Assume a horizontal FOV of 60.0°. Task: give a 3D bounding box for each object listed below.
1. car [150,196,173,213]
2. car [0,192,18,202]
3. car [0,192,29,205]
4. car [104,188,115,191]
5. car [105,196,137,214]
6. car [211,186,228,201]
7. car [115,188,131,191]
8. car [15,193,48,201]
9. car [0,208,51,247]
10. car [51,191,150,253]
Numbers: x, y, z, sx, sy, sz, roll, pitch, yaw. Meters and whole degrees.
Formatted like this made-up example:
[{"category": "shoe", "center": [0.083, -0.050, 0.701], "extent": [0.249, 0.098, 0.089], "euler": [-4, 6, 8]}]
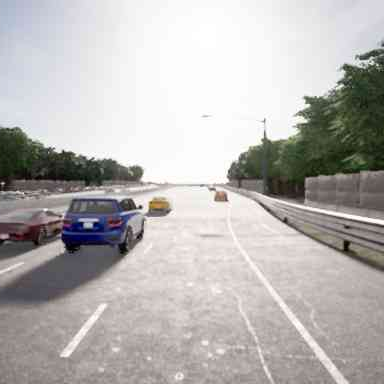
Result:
[{"category": "car", "center": [-2.912, 1.067, 31.424], "extent": [1.882, 1.535, 5.008], "euler": [0, 1, 2]}, {"category": "car", "center": [-20.461, 1.060, 36.610], "extent": [1.994, 1.385, 4.181], "euler": [0, 1, 2]}, {"category": "car", "center": [-23.709, 0.844, 43.775], "extent": [1.837, 1.490, 4.892], "euler": [0, 2, 2]}, {"category": "car", "center": [-19.028, -0.198, 77.290], "extent": [1.882, 1.535, 5.008], "euler": [0, 2, 2]}, {"category": "car", "center": [-6.436, 1.172, 30.560], "extent": [1.994, 1.385, 4.181], "euler": [0, 1, 2]}, {"category": "car", "center": [4.567, 0.439, 52.979], "extent": [2.097, 1.767, 4.553], "euler": [0, 2, 3]}, {"category": "car", "center": [-15.530, -0.151, 77.176], "extent": [2.128, 1.511, 4.902], "euler": [0, 2, 2]}, {"category": "car", "center": [-16.963, 1.061, 36.492], "extent": [1.994, 1.385, 4.181], "euler": [0, 1, 2]}, {"category": "car", "center": [-6.774, 1.406, 14.380], "extent": [1.812, 1.442, 4.674], "euler": [0, 1, 1]}, {"category": "car", "center": [-3.292, 1.116, 13.354], "extent": [2.150, 2.045, 5.566], "euler": [0, 1, 1]}]
